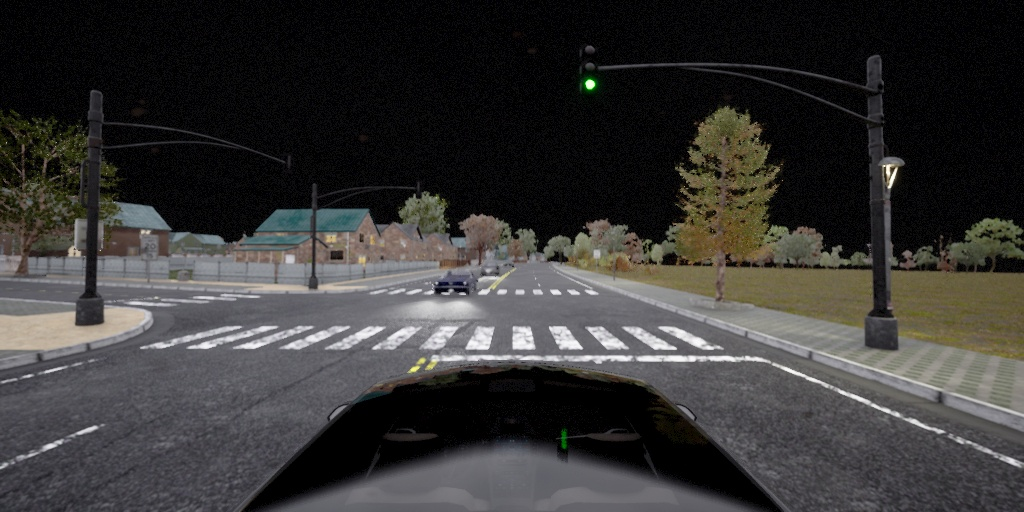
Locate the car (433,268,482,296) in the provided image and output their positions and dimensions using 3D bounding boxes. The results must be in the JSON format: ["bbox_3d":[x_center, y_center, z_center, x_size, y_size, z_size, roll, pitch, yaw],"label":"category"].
[{"bbox_3d":[-3.035,1.446,20.200,1.895,1.301,4.718,0,0,1],"label":"car"}]

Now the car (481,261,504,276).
[{"bbox_3d":[-2.368,1.456,40.384,2.128,1.511,4.902,0,0,2],"label":"car"}]
